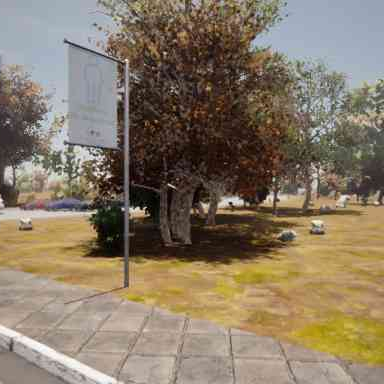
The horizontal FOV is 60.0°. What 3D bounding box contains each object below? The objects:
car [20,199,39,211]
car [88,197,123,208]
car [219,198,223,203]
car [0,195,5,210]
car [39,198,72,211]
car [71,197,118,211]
[{"bbox_3d":[-18.973,1.555,41.265,1.994,1.385,4.181,0,0,39],"label":"car"},{"bbox_3d":[-12.720,1.465,49.255,1.837,1.490,4.892,0,0,37],"label":"car"},{"bbox_3d":[3.785,1.327,59.840,1.882,1.535,5.008,0,0,34],"label":"car"},{"bbox_3d":[-21.424,1.221,32.567,2.150,2.045,5.566,0,0,39],"label":"car"},{"bbox_3d":[-15.411,1.514,40.131,1.812,1.442,4.674,0,0,38],"label":"car"},{"bbox_3d":[-11.336,1.585,39.294,1.895,1.301,4.718,0,0,38],"label":"car"}]
